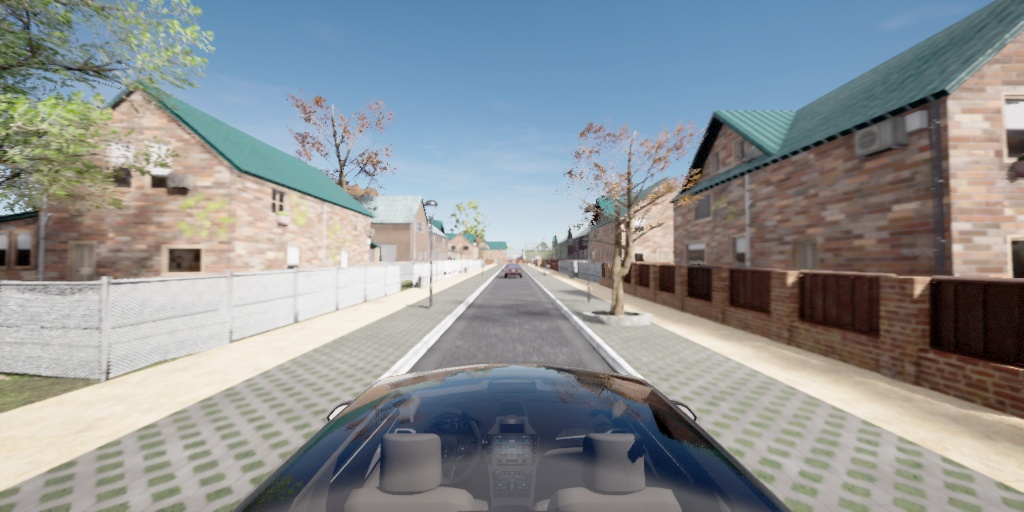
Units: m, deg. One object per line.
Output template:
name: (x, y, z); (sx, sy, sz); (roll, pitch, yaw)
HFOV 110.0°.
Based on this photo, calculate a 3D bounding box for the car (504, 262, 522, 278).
car: (0.127, 1.504, 37.701); (2.033, 1.411, 5.357); (0, 0, 0)
